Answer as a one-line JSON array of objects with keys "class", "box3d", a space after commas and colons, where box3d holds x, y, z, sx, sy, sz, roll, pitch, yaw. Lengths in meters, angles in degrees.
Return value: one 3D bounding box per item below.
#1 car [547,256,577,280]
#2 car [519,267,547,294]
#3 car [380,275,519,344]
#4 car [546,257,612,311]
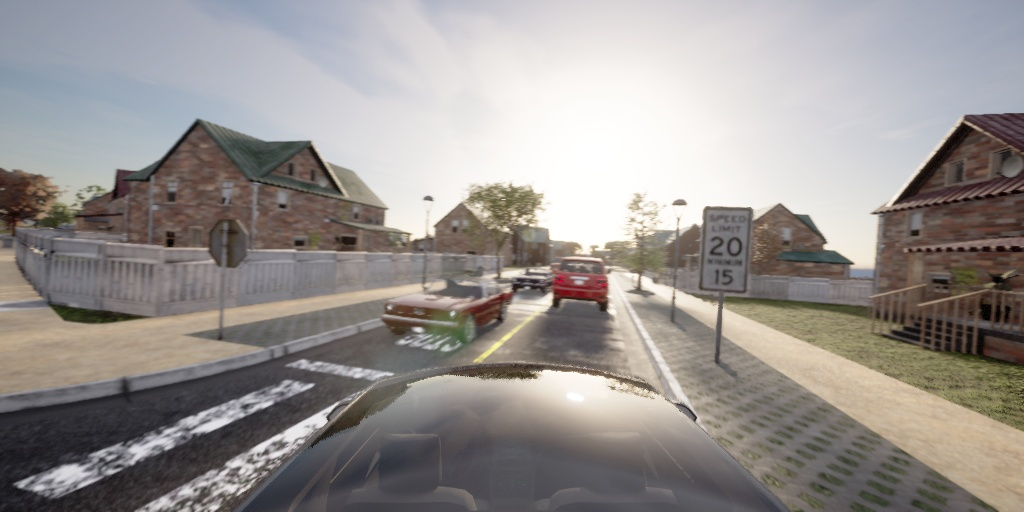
[{"class": "car", "box3d": [4.987, 1.099, 34.916, 2.150, 2.045, 5.566, 3, 0, 15]}, {"class": "car", "box3d": [1.324, 1.333, 20.421, 1.895, 1.301, 4.718, 3, 0, 14]}, {"class": "car", "box3d": [-1.393, 1.236, 9.544, 1.895, 1.301, 4.718, 3, 0, 14]}, {"class": "car", "box3d": [3.106, 1.088, 15.730, 2.150, 2.045, 5.566, 3, 0, 14]}]
